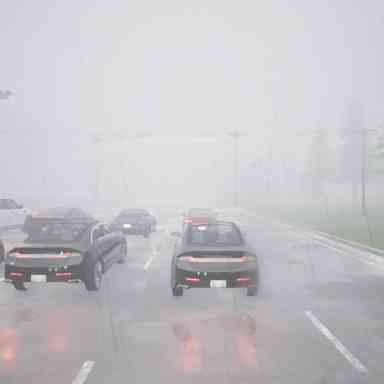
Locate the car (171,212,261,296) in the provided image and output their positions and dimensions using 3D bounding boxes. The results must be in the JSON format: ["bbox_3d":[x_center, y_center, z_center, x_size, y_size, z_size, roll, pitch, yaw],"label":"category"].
[{"bbox_3d":[0.482,1.492,8.602,2.128,1.511,4.902,0,0,0],"label":"car"}]

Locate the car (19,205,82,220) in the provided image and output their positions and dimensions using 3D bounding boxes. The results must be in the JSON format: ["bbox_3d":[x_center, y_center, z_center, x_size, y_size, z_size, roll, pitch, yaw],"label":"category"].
[{"bbox_3d":[-6.554,1.479,17.123,1.882,1.535,5.008,0,0,0],"label":"car"}]

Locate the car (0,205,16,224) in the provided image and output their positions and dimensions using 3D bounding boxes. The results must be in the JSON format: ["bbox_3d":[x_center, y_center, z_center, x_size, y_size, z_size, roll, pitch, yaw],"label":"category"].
[{"bbox_3d":[-6.532,1.352,7.949,2.097,1.767,4.553,0,0,0],"label":"car"}]

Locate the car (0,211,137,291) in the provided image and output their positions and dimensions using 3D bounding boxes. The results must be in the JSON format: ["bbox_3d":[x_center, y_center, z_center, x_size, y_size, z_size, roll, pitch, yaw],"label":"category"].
[{"bbox_3d":[-3.032,1.492,8.997,2.128,1.511,4.902,0,0,0],"label":"car"}]

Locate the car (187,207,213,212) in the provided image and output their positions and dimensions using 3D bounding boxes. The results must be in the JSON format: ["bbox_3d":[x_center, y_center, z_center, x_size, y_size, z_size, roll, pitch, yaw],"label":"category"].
[{"bbox_3d":[0.435,1.527,17.683,1.812,1.442,4.674,0,0,0],"label":"car"}]

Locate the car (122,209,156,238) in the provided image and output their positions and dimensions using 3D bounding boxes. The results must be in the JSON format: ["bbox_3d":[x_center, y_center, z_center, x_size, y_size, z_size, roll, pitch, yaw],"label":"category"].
[{"bbox_3d":[-3.057,1.565,17.695,1.994,1.385,4.181,0,0,0],"label":"car"}]

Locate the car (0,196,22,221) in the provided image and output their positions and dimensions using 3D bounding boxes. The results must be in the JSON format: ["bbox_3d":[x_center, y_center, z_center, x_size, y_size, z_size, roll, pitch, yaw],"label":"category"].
[{"bbox_3d":[-10.050,1.223,16.619,2.150,2.045,5.566,0,0,0],"label":"car"}]
